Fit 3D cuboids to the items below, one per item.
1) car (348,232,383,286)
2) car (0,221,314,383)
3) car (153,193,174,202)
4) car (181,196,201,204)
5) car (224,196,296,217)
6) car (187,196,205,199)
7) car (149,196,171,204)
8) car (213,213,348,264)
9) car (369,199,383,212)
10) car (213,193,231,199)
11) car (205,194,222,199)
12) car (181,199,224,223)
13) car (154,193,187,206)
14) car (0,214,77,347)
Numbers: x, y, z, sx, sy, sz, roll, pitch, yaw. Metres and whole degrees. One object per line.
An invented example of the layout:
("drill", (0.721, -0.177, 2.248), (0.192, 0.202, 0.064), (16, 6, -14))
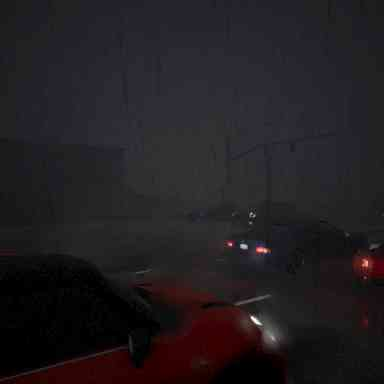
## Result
("car", (6.052, 1.601, 8.097), (4.718, 1.301, 1.895), (0, 0, -35))
("car", (-1.281, 1.352, 2.833), (4.553, 1.767, 2.097), (0, 0, -35))
("car", (-6.493, 1.224, 76.104), (2.150, 2.045, 5.566), (0, 0, -36))
("car", (-0.218, 1.563, 67.418), (1.994, 1.385, 4.181), (0, 0, -37))
("car", (4.664, 1.352, 21.429), (4.553, 1.767, 2.097), (0, 0, -35))
("car", (-0.599, 1.547, 55.947), (2.033, 1.411, 5.357), (0, 0, -36))
("car", (-6.182, 1.504, 63.688), (1.837, 1.490, 4.892), (0, 0, -36))
("car", (3.481, 1.547, 10.569), (5.357, 1.411, 2.033), (0, 0, -35))
("car", (22.259, 1.525, 38.254), (4.674, 1.442, 1.812), (0, 0, -35))
("car", (5.658, 1.221, 59.262), (2.150, 2.045, 5.566), (0, 0, -36))
("car", (2.402, 1.547, 57.774), (2.033, 1.411, 5.357), (0, 0, -36))
("car", (1.962, 1.477, 23.802), (5.008, 1.535, 1.882), (0, 0, -35))
("car", (-3.632, 1.221, 54.163), (2.150, 2.045, 5.566), (0, 0, -35))
("car", (-4.339, 1.352, 4.953), (4.553, 1.767, 2.097), (0, 0, -35))
